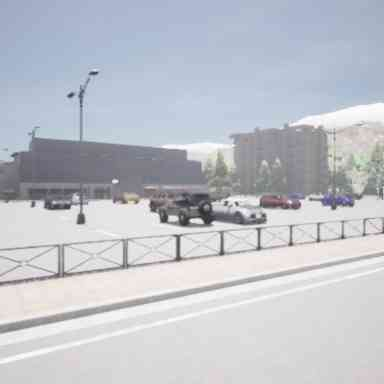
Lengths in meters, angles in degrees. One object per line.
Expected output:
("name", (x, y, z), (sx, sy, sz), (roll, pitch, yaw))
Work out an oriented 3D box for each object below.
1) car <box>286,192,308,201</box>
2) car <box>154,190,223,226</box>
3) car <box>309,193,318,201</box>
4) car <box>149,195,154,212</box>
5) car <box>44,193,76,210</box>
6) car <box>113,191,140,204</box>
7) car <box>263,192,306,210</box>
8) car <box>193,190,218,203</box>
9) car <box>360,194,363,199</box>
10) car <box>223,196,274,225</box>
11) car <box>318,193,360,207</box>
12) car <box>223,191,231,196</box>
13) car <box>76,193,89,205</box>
("car", (19.861, 0.825, 63.011), (1.845, 1.501, 3.633), (0, 1, -33))
("car", (-0.311, 0.898, 19.399), (1.905, 1.878, 3.866), (0, 1, -33))
("car", (21.415, 0.908, 55.168), (1.970, 1.475, 3.806), (0, 1, -33))
("car", (-1.853, 0.841, 27.786), (1.932, 1.855, 4.605), (0, 1, -33))
("car", (-13.134, 0.987, 32.386), (2.007, 1.523, 4.514), (0, 1, -33))
("car", (-8.713, 0.742, 44.064), (2.152, 1.636, 5.027), (0, 1, -33))
("car", (8.972, 0.998, 33.991), (2.007, 1.523, 4.514), (0, 1, -33))
("car", (2.007, 0.615, 51.048), (1.905, 1.878, 3.866), (0, 1, -33))
("car", (34.620, 0.884, 72.343), (1.837, 1.490, 4.892), (0, 1, -34))
("car", (2.808, 1.174, 20.705), (1.970, 1.475, 3.806), (0, 1, -33))
("car", (17.368, 0.980, 39.411), (1.845, 1.501, 3.633), (0, 1, -33))
("car", (4.216, 0.621, 52.979), (1.932, 1.855, 4.605), (0, 1, -33))
("car", (-13.913, 0.849, 40.290), (1.970, 1.475, 3.806), (0, 1, -33))
